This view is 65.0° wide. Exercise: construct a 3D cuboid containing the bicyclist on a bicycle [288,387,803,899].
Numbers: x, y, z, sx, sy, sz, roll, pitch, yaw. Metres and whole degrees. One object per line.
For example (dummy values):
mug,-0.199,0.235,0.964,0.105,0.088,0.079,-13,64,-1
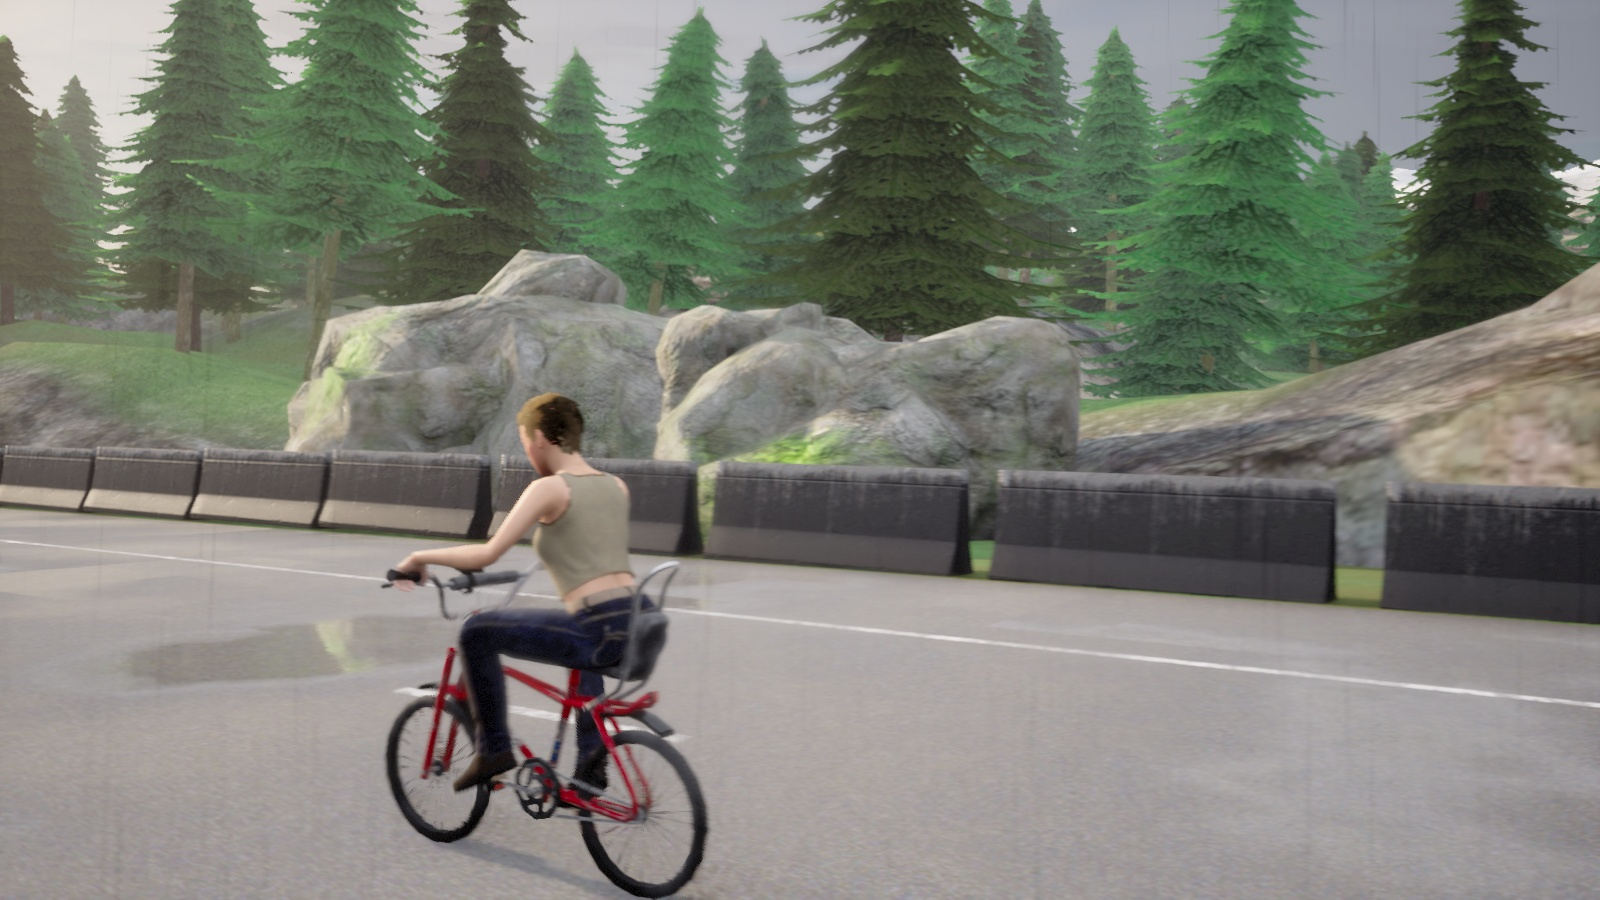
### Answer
bicyclist on a bicycle,-0.868,0.630,4.233,1.509,1.612,0.866,0,1,34
